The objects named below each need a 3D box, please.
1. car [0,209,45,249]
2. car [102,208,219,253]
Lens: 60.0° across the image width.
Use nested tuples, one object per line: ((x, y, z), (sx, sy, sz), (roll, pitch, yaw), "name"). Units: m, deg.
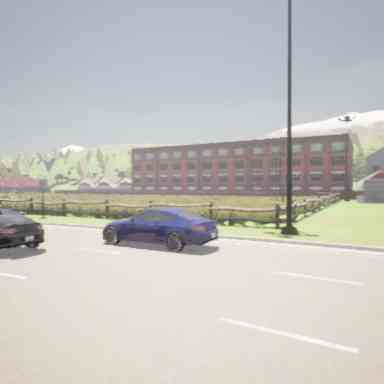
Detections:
((-7.312, 1.342, 11.968), (4.674, 1.442, 1.812), (0, 1, 29), "car")
((-1.267, 1.319, 12.625), (4.674, 1.442, 1.812), (0, 1, 29), "car")
